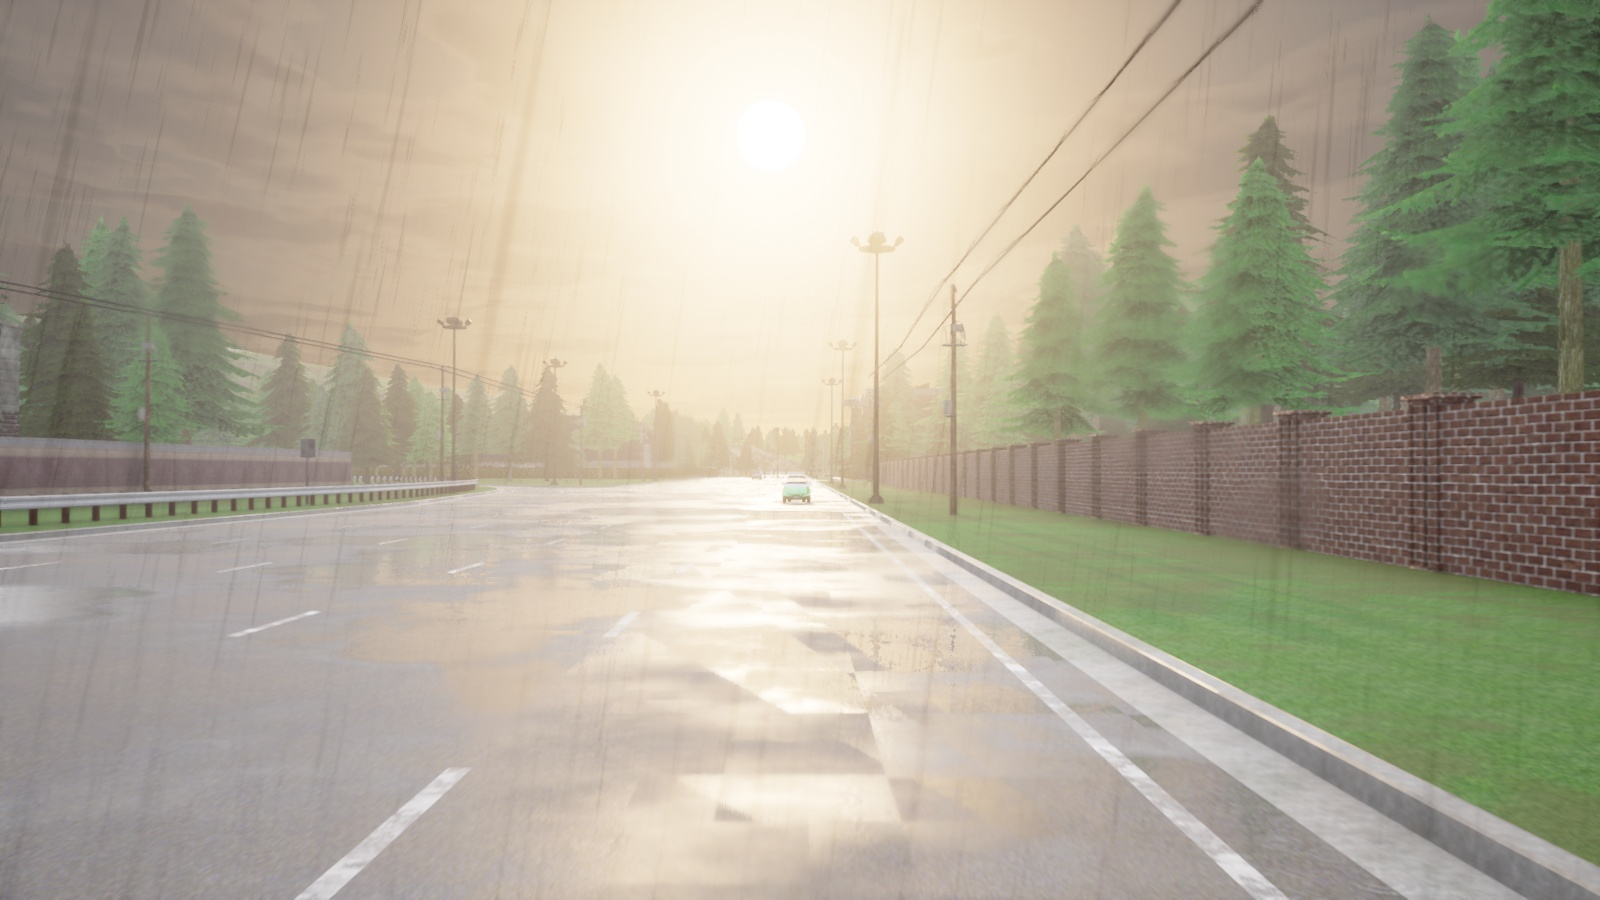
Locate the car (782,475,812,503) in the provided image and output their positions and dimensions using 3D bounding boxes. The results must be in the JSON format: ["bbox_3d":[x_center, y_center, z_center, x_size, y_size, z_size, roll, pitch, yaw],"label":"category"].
[{"bbox_3d":[-0.149,1.907,61.953,1.481,1.376,2.207,0,-1,0],"label":"car"}]
